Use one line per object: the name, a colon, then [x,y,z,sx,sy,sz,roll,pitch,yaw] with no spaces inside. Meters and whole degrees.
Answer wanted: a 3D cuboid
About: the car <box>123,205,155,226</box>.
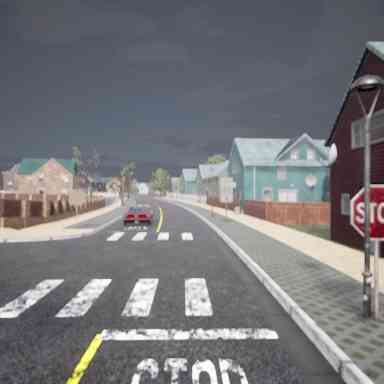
car: [-3.565,1.545,22.726,1.895,1.301,4.718,0,0,-4]
